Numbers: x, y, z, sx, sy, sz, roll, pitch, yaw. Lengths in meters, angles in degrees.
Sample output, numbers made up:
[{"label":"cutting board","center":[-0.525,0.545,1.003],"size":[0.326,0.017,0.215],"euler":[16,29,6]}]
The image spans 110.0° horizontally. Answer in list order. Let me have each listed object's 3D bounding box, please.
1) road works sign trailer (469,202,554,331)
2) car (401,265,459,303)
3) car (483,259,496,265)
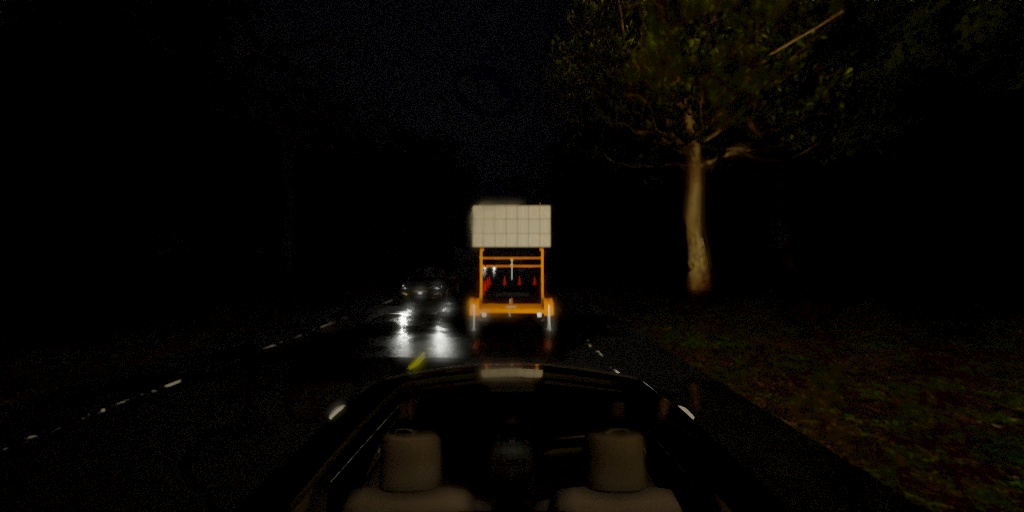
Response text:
[{"label":"road works sign trailer","center":[-0.005,0.178,10.822],"size":[2.380,3.560,2.880],"euler":[0,0,0]},{"label":"car","center":[-3.604,1.195,16.477],"size":[1.837,1.490,4.892],"euler":[0,0,0]},{"label":"car","center":[-3.601,0.976,57.878],"size":[1.837,1.490,4.892],"euler":[0,0,0]}]
